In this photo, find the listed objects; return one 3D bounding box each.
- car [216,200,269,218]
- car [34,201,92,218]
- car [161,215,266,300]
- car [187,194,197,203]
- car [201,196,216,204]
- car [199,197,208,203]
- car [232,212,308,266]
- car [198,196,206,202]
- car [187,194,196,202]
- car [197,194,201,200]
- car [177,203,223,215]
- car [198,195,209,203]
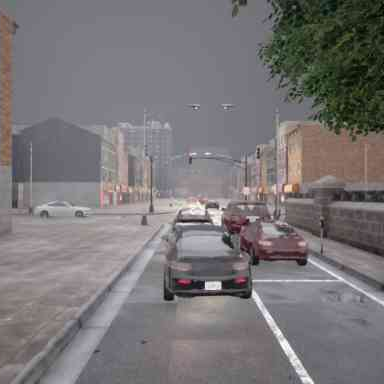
[{"bbox_3d":[2.624,1.326,16.769,2.192,1.841,5.009,1,0,0],"label":"car"},{"bbox_3d":[-10.912,1.519,28.346,4.674,1.442,1.812,0,-1,-2],"label":"car"},{"bbox_3d":[0.221,1.529,8.300,1.812,1.442,4.674,0,0,-4],"label":"car"},{"bbox_3d":[-0.106,1.510,73.410,2.097,1.767,4.553,0,0,0],"label":"car"},{"bbox_3d":[2.582,1.603,43.199,1.887,1.381,4.507,1,0,0],"label":"car"},{"bbox_3d":[2.533,1.746,75.823,1.802,1.307,4.206,0,0,0],"label":"car"},{"bbox_3d":[2.629,1.587,11.320,1.802,1.307,4.206,1,0,0],"label":"car"},{"bbox_3d":[2.517,1.761,86.698,2.008,1.369,4.403,0,0,0],"label":"car"},{"bbox_3d":[-0.122,1.422,83.712,2.150,2.045,5.566,0,0,0],"label":"car"},{"bbox_3d":[2.552,1.438,64.949,2.192,1.841,5.009,1,0,0],"label":"car"},{"bbox_3d":[0.055,1.501,15.655,2.128,1.511,4.902,0,0,0],"label":"car"},{"bbox_3d":[2.558,1.650,59.511,1.887,1.381,4.507,1,0,0],"label":"car"}]
